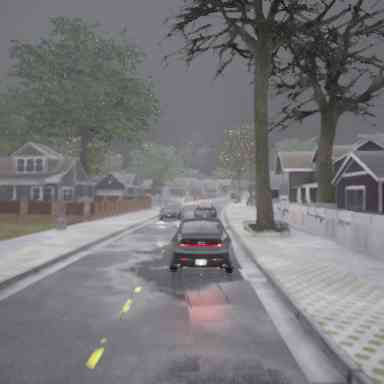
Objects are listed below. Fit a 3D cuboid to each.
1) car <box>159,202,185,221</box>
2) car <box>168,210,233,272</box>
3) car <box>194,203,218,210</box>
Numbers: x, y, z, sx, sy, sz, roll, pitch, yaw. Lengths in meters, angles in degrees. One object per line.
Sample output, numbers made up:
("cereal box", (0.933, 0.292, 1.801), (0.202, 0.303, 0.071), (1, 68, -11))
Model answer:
("car", (-1.686, 1.669, 29.187), (1.837, 1.490, 4.892), (0, 0, 4))
("car", (0.314, 1.585, 11.132), (1.837, 1.490, 4.892), (0, 0, 2))
("car", (1.135, 1.650, 27.511), (2.128, 1.511, 4.902), (0, 0, 4))
